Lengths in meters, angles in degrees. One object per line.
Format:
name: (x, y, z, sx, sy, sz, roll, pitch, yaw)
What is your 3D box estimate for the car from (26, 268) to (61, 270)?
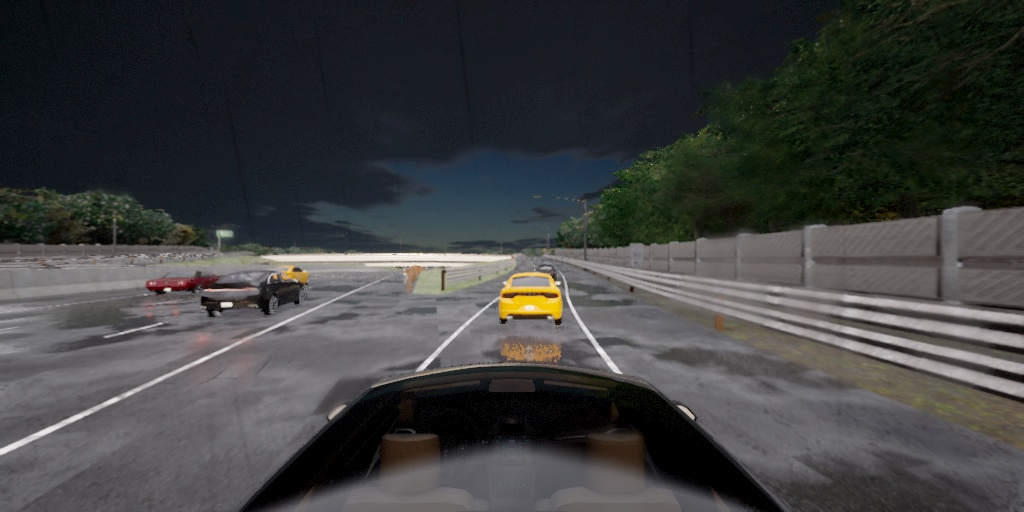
car: (-29.664, 1.433, 22.584, 1.994, 1.385, 4.181, 0, -1, -14)

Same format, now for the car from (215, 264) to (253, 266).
car: (-35.152, 1.856, 45.501, 1.994, 1.385, 4.181, 0, -1, -13)

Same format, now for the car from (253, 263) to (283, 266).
car: (-15.609, 1.402, 24.849, 1.882, 1.535, 5.008, 0, -1, -14)

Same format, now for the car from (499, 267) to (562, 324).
car: (0.681, 1.317, 12.495, 1.882, 1.535, 5.008, 0, -1, 4)

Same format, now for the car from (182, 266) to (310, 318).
car: (-9.327, 1.291, 13.356, 2.128, 1.511, 4.902, 0, -1, -14)

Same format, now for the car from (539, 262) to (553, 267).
car: (3.062, 1.502, 32.466, 1.812, 1.442, 4.674, 0, 0, 7)

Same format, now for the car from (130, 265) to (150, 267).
car: (-40.831, 1.721, 39.099, 1.994, 1.385, 4.181, 0, -1, -13)

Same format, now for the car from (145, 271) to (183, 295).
car: (-18.168, 1.462, 20.542, 1.895, 1.301, 4.718, 0, -1, -14)
